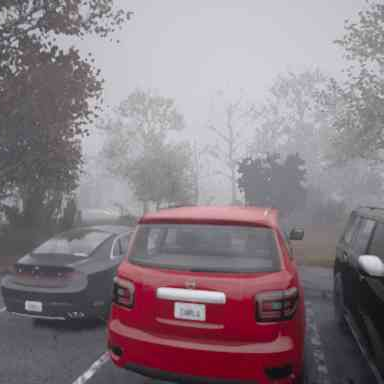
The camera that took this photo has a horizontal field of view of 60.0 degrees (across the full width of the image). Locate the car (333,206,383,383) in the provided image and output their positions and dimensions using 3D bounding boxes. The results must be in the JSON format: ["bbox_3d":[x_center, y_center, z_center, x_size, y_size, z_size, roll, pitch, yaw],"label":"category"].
[{"bbox_3d":[3.094,1.242,3.890,2.435,2.045,5.566,1,-1,15],"label":"car"}]

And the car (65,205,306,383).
[{"bbox_3d":[0.674,1.236,5.668,2.435,2.045,5.566,0,-1,15],"label":"car"}]

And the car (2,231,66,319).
[{"bbox_3d":[-1.766,1.482,7.345,2.231,1.521,4.892,0,-1,15],"label":"car"}]
